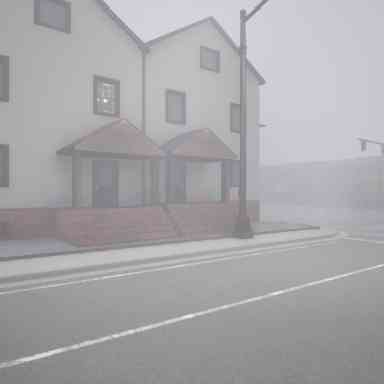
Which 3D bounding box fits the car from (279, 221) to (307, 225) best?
[{"bbox_3d":[8.588,3.480,31.355,2.128,1.511,4.902,-1,-12,-36],"label":"car"}]
